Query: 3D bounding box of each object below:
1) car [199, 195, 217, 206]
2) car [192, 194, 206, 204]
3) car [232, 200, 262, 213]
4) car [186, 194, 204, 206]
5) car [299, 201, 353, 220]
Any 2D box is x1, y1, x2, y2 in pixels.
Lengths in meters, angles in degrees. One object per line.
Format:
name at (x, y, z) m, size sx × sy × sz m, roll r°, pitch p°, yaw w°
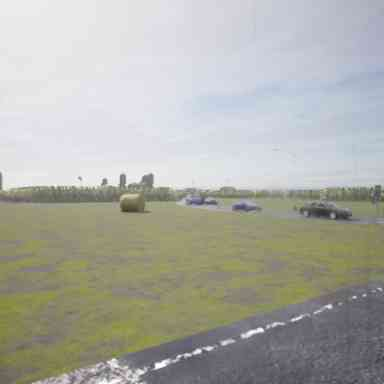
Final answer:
car at (3.236, 1.714, 59.943) m, size 1.812 × 1.442 × 4.674 m, roll 0°, pitch 0°, yaw -12°
car at (1.479, 1.420, 70.119) m, size 2.150 × 2.045 × 5.566 m, roll 0°, pitch 0°, yaw -6°
car at (6.621, 1.686, 40.561) m, size 1.812 × 1.442 × 4.674 m, roll 0°, pitch 0°, yaw -23°
car at (0.309, 1.432, 60.191) m, size 2.150 × 2.045 × 5.566 m, roll 0°, pitch -1°, yaw -11°
car at (11.999, 1.631, 30.044) m, size 1.837 × 1.490 × 4.892 m, roll 0°, pitch 0°, yaw -31°
